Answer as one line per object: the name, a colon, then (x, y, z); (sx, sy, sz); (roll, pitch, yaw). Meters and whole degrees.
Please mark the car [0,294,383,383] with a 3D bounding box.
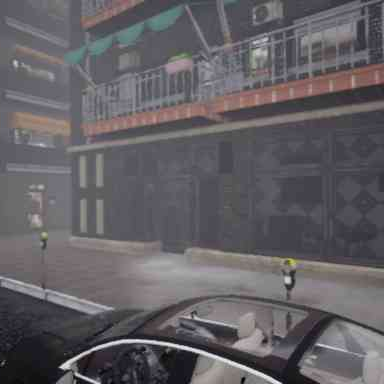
car: (0.124, 1.564, 2.635); (4.403, 1.369, 2.008); (-1, -1, 35)
